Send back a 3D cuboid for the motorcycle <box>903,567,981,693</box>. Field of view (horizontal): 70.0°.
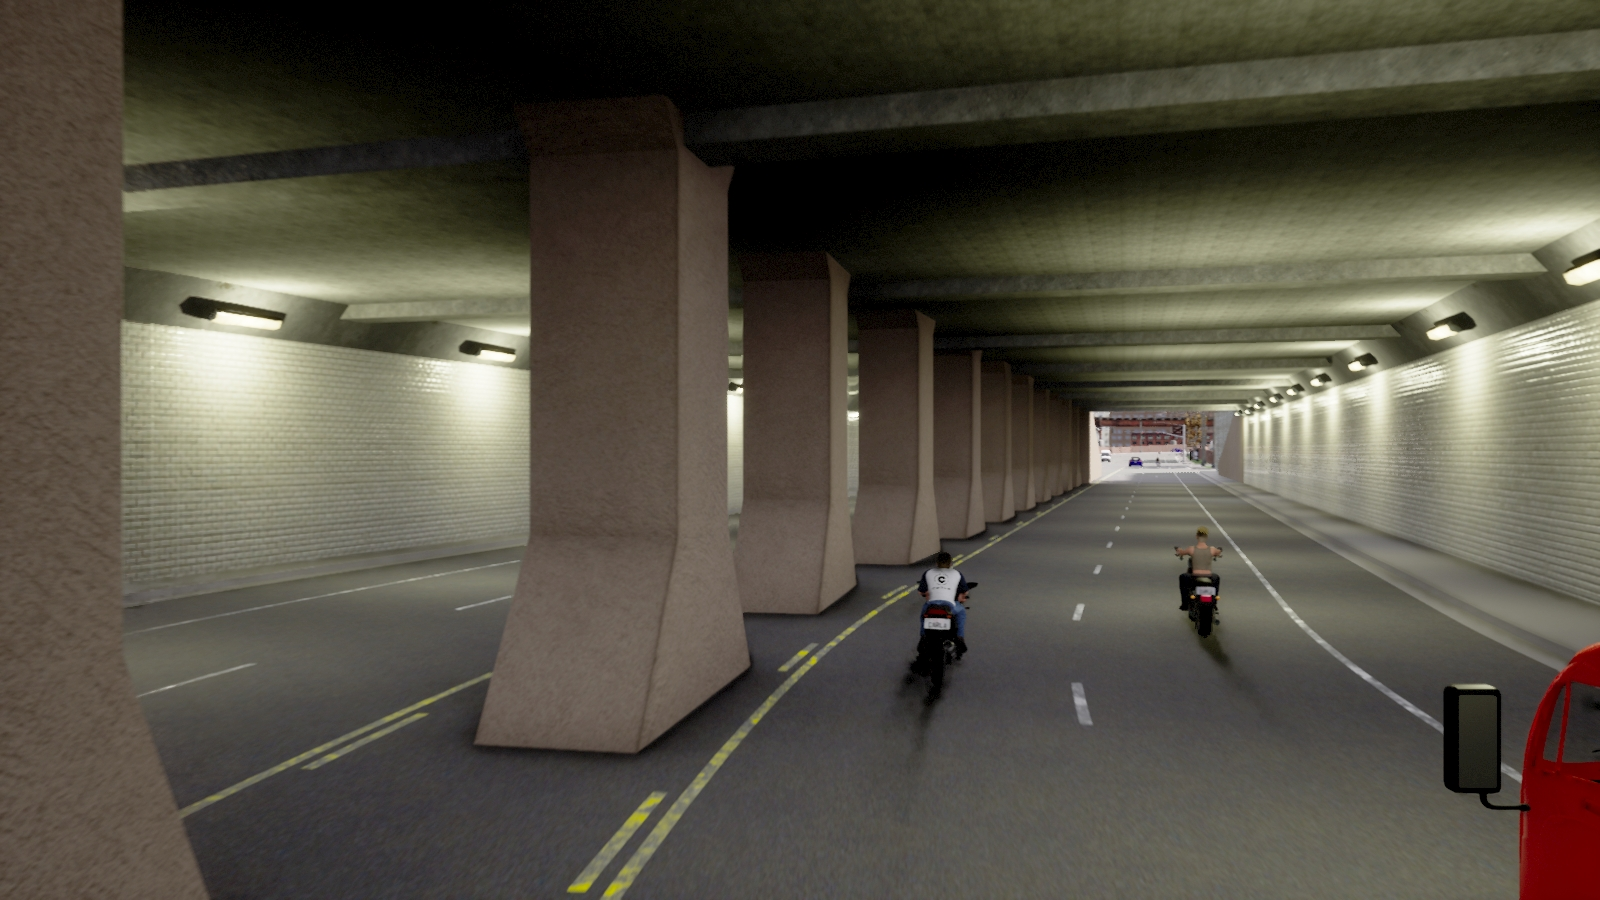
[{"bbox_3d":[1.794,2.174,14.190,0.803,1.224,2.033,0,0,12],"label":"motorcycle"}]

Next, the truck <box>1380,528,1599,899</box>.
[{"bbox_3d":[3.659,1.568,2.238,2.627,2.467,5.204,0,0,3],"label":"truck"}]
